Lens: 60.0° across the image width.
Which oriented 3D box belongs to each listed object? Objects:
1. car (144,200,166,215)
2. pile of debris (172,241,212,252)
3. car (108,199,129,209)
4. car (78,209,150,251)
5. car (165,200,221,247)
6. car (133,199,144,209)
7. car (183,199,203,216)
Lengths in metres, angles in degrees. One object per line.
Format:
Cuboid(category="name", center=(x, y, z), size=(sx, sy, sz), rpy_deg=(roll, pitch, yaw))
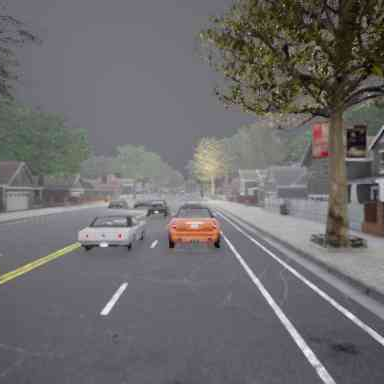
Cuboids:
Cuboid(category="car", center=(-3.158, 1.526, 31.950), size=(1.837, 1.490, 4.892), rpy_deg=(0, 0, 0))
Cuboid(category="pile of debris", center=(-0.003, 2.176, 13.413), size=(1.500, 0.140, 1.860), rpy_deg=(0, 0, 0))
Cuboid(category="car", center=(-9.847, 1.598, 44.776), size=(2.033, 1.411, 5.357), rpy_deg=(0, 0, 0))
Cuboid(category="car", center=(-3.154, 1.602, 14.140), size=(1.895, 1.301, 4.718), rpy_deg=(0, 0, 0))
Cuboid(category="car", center=(0.096, 1.353, 15.125), size=(2.097, 1.767, 4.553), rpy_deg=(0, 0, 0))
Cuboid(category="car", center=(-6.596, 1.650, 44.286), size=(1.895, 1.301, 4.718), rpy_deg=(0, 0, 0))
Cuboid(category="car", center=(0.102, 1.502, 33.414), size=(1.882, 1.535, 5.008), rpy_deg=(0, 0, 0))
